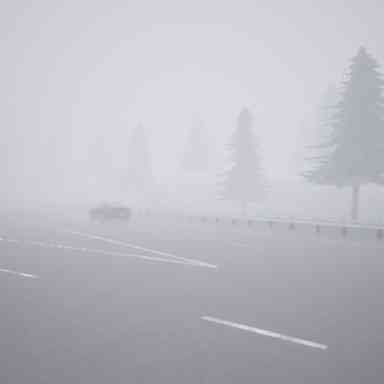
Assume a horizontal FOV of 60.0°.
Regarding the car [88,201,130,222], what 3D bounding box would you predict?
[{"bbox_3d":[-6.651,1.483,26.380,1.882,1.535,5.008,-1,0,-36],"label":"car"}]
